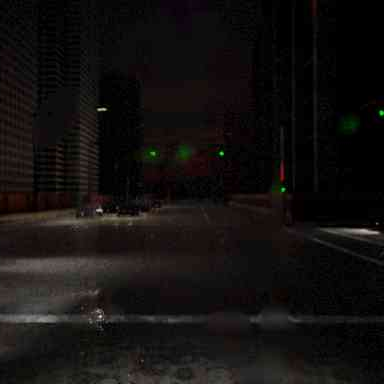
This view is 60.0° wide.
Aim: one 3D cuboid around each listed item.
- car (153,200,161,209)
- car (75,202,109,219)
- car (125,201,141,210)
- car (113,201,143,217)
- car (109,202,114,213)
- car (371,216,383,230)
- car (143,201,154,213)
[{"bbox_3d":[-6.824,2.332,62.154,1.837,1.490,4.892,0,-1,1],"label":"car"},{"bbox_3d":[-10.796,1.964,35.327,2.128,1.511,4.902,0,-1,1],"label":"car"},{"bbox_3d":[-10.397,2.313,59.129,1.812,1.442,4.674,0,-1,1],"label":"car"},{"bbox_3d":[-7.263,2.014,38.161,1.837,1.490,4.892,0,-1,1],"label":"car"},{"bbox_3d":[-10.669,2.101,44.742,1.837,1.490,4.892,0,-1,0],"label":"car"},{"bbox_3d":[13.924,1.847,21.475,4.181,1.385,1.994,0,-1,0],"label":"car"},{"bbox_3d":[-7.123,2.234,47.558,1.895,1.301,4.718,0,-1,1],"label":"car"}]
